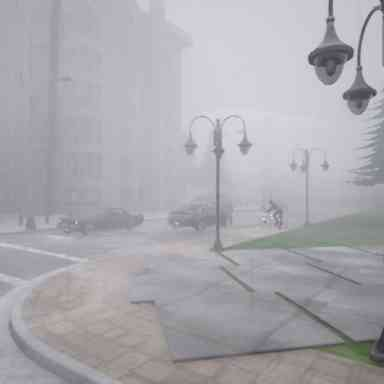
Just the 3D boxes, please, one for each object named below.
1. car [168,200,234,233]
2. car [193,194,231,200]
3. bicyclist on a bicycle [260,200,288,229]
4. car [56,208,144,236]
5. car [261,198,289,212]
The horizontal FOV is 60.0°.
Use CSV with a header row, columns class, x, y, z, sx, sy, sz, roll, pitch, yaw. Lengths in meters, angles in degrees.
class,x,y,z,sx,sy,sz,roll,pitch,yaw
car,0.616,1.455,19.729,2.128,1.511,4.902,0,0,36
car,1.307,1.175,26.941,2.150,2.045,5.566,0,0,36
bicyclist on a bicycle,4.598,1.271,18.747,1.656,1.620,0.582,0,0,36
car,-4.949,1.557,18.347,1.895,1.301,4.718,0,0,36
car,9.604,1.448,38.307,2.128,1.511,4.902,0,0,36
